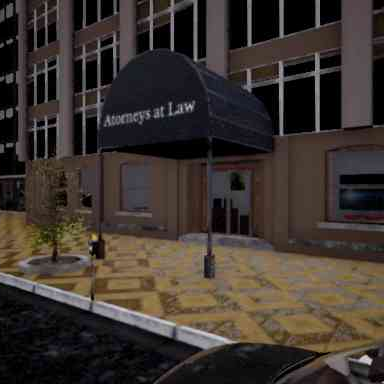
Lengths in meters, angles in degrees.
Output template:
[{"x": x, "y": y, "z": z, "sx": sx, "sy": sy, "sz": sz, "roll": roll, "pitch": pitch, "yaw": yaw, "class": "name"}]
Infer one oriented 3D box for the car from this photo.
[{"x": 1.525, "y": 1.549, "z": 1.632, "sx": 4.403, "sy": 1.369, "sz": 2.008, "roll": 0, "pitch": 0, "yaw": 35, "class": "car"}]
